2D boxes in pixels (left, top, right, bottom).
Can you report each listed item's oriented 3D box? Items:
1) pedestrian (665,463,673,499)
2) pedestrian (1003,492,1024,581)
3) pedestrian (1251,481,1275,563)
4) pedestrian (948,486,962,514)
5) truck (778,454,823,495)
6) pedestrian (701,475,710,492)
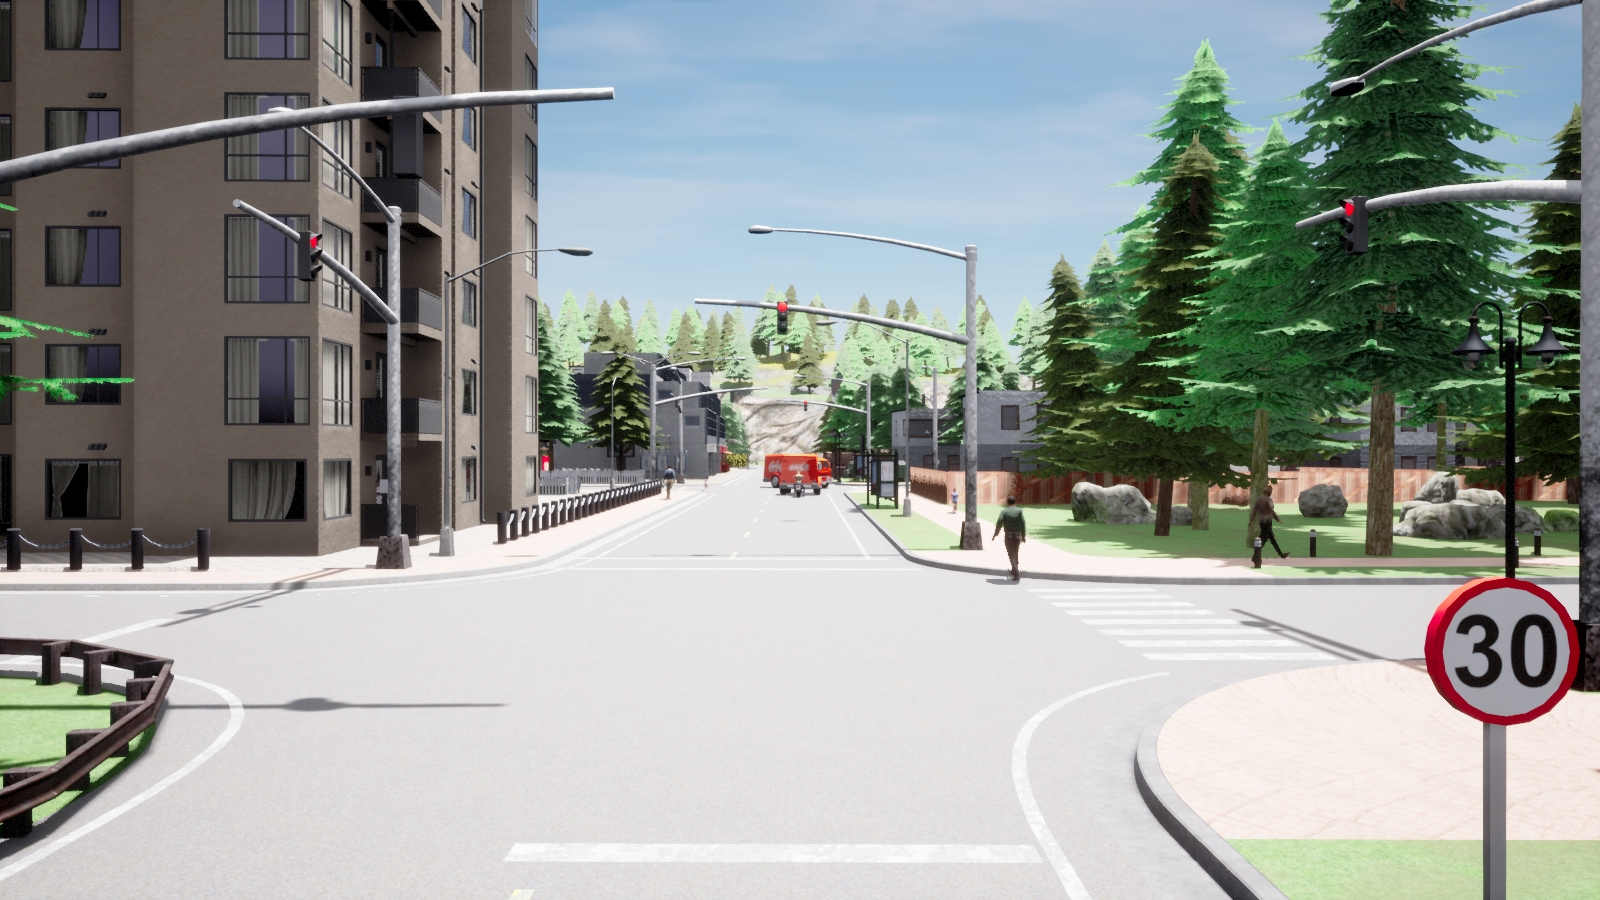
[{"bbox_3d":[-6.911,1.641,60.191,0.375,1.860,0.375,0,0,-8],"label":"pedestrian"},{"bbox_3d":[4.483,1.810,24.009,0.375,1.860,0.375,0,0,-1],"label":"pedestrian"},{"bbox_3d":[10.617,1.647,26.206,0.375,1.860,0.375,0,0,-12],"label":"pedestrian"},{"bbox_3d":[6.285,2.030,46.466,0.500,1.100,0.500,0,0,-1],"label":"pedestrian"},{"bbox_3d":[0.071,1.506,71.518,2.627,2.467,5.204,0,0,3],"label":"truck"},{"bbox_3d":[-6.181,2.171,74.713,0.500,1.100,0.500,0,0,-1],"label":"pedestrian"}]
